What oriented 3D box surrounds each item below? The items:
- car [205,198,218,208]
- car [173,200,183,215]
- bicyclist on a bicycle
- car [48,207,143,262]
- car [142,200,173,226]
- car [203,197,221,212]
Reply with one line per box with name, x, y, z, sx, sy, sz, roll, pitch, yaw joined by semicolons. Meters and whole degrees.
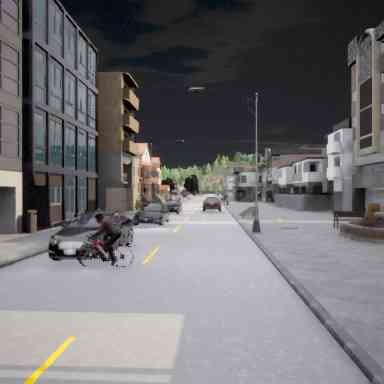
car;2.950;1.601;49.423;1.895;1.301;4.718;0;0;4
car;-2.039;1.548;34.747;2.033;1.411;5.357;0;0;4
bicyclist on a bicycle;-2.524;1.454;9.724;1.656;1.620;0.582;-2;0;3
car;-3.462;1.490;12.259;2.128;1.511;4.902;0;0;3
car;-2.729;1.504;23.363;1.837;1.490;4.892;0;0;4
car;2.379;1.352;39.576;2.097;1.767;4.553;0;0;4
